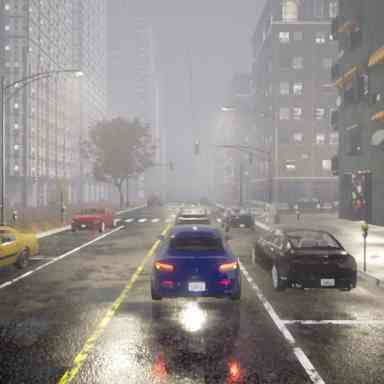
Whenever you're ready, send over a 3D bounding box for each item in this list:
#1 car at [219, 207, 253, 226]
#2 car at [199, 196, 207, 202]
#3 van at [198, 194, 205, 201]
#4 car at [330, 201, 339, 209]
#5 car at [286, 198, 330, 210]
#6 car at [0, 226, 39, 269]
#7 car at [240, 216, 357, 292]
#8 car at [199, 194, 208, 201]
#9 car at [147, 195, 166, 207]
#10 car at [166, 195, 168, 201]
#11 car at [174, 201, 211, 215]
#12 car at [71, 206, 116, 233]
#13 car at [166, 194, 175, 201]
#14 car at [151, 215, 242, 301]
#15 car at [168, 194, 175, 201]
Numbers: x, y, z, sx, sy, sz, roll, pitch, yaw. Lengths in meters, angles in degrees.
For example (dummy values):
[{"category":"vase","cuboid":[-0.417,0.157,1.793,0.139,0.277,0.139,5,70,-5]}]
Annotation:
[{"category":"car","cuboid":[2.654,1.555,19.818,2.008,1.369,4.403,0,0,0]},{"category":"car","cuboid":[2.535,1.597,79.990,1.752,1.417,4.829,0,0,0]},{"category":"van","cuboid":[2.524,1.423,85.344,1.690,1.788,3.998,0,0,0]},{"category":"car","cuboid":[18.749,1.258,39.310,4.829,1.417,1.752,-1,1,-1]},{"category":"car","cuboid":[13.352,1.359,39.245,4.403,1.369,2.008,-1,1,-1]},{"category":"car","cuboid":[-5.704,1.526,8.566,1.752,1.417,4.829,0,0,0]},{"category":"car","cuboid":[2.676,1.551,8.752,2.008,1.369,4.403,0,0,0]},{"category":"car","cuboid":[2.547,1.629,74.297,1.947,1.339,4.313,0,0,0]},{"category":"car","cuboid":[-5.791,1.348,52.190,2.192,1.841,5.009,0,0,0]},{"category":"car","cuboid":[-5.802,1.606,57.713,1.947,1.339,4.313,0,0,0]},{"category":"car","cuboid":[0.045,1.495,18.334,2.128,1.511,4.902,0,0,0]},{"category":"car","cuboid":[-5.726,1.549,19.802,1.887,1.381,4.507,0,0,0]},{"category":"car","cuboid":[-5.867,1.408,90.850,2.192,1.841,5.009,0,0,0]},{"category":"car","cuboid":[0.078,1.526,8.231,1.812,1.442,4.674,0,0,0]},{"category":"car","cuboid":[-5.856,1.648,85.328,1.947,1.339,4.313,0,0,0]}]
